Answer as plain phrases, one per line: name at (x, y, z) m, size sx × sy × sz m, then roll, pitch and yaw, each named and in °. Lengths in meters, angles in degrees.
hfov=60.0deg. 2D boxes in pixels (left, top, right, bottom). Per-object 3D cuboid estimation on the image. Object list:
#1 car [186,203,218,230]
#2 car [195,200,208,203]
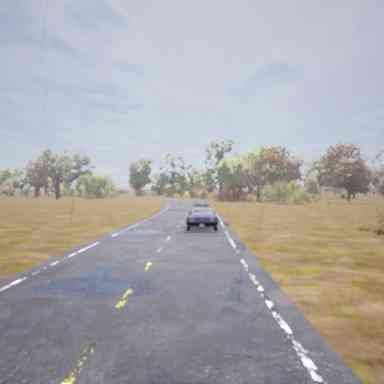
car at (0.664, 1.636, 21.406) m, size 1.895 × 1.301 × 4.718 m, roll 0°, pitch 0°, yaw 2°
car at (1.087, 1.611, 39.848) m, size 2.033 × 1.411 × 5.357 m, roll 0°, pitch 0°, yaw 0°
